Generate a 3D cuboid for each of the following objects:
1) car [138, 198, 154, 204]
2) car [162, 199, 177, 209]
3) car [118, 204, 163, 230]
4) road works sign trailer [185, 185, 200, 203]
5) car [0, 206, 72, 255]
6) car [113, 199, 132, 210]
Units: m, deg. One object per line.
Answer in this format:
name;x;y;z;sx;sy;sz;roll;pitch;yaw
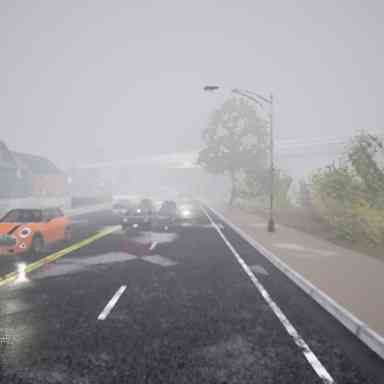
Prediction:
car;-6.654;1.679;48.160;1.837;1.490;4.892;0;0;0
car;-3.244;1.729;47.720;1.994;1.385;4.181;0;0;0
car;-3.244;1.670;21.487;1.895;1.301;4.718;0;0;0
road works sign trailer;0.220;0.433;68.501;2.380;3.560;2.880;7;-5;1
car;-6.587;1.404;13.440;2.097;1.767;4.553;0;0;0
car;-9.903;1.728;47.652;2.033;1.411;5.357;0;0;0
